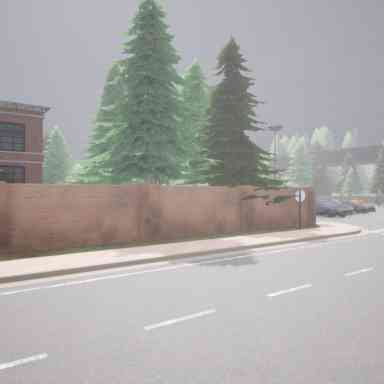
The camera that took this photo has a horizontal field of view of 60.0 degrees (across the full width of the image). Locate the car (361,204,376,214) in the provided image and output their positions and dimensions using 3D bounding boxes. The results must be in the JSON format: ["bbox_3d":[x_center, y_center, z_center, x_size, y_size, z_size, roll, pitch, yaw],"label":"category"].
[{"bbox_3d":[16.528,1.548,35.431,2.033,1.411,5.357,0,0,-35],"label":"car"}]

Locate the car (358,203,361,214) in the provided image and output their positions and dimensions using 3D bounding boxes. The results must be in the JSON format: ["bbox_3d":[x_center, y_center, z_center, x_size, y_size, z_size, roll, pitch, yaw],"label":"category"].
[{"bbox_3d":[13.728,1.491,33.330,2.128,1.511,4.902,0,0,-35],"label":"car"}]

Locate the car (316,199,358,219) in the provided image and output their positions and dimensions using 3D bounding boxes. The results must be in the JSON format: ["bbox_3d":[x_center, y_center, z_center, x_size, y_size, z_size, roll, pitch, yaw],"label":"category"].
[{"bbox_3d":[11.619,1.548,30.011,2.033,1.411,5.357,0,0,-33],"label":"car"}]

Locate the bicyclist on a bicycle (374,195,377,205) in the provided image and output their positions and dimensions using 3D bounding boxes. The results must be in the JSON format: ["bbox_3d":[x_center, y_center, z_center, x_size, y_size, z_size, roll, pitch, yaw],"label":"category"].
[{"bbox_3d":[30.148,1.301,54.262,1.656,1.620,0.582,0,0,-35],"label":"bicyclist on a bicycle"}]
